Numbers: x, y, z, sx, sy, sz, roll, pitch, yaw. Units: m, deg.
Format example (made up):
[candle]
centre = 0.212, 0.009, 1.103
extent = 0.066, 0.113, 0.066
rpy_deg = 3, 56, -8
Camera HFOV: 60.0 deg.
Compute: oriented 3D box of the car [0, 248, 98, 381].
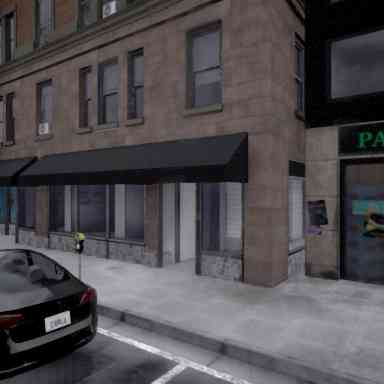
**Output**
[car]
centre = -3.278, 1.566, 5.151
extent = 4.313, 1.339, 1.947
rpy_deg = 0, 0, 36
